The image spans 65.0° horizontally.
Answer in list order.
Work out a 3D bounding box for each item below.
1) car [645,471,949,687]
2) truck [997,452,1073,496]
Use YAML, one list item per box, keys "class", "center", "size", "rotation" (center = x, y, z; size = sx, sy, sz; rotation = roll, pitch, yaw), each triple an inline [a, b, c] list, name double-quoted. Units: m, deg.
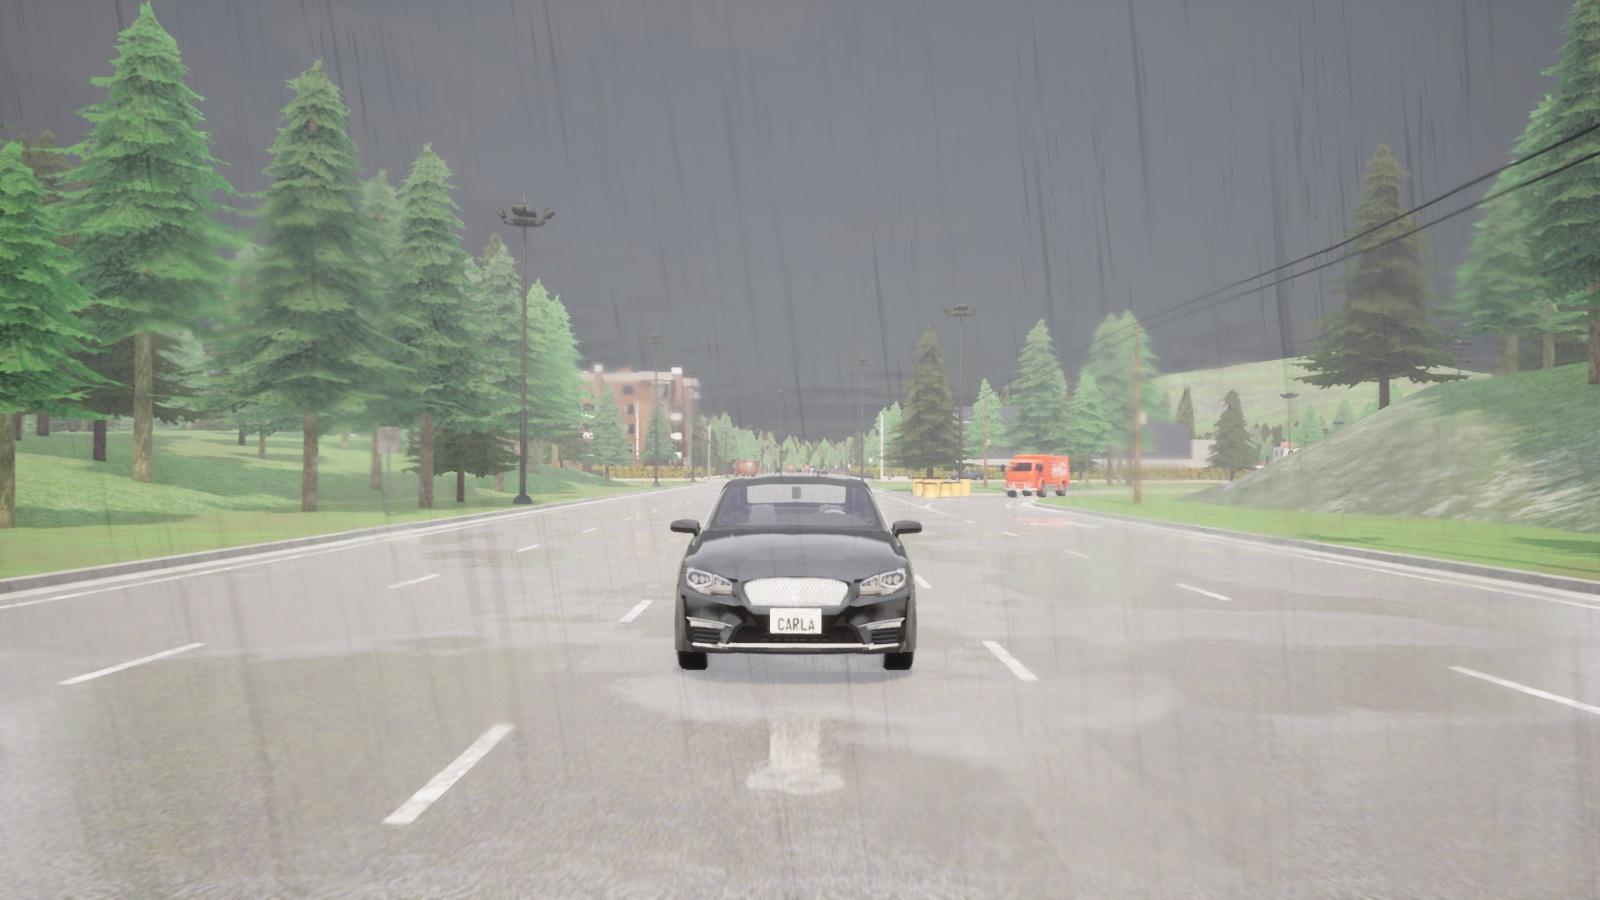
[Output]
- class: "car"
  center: [-0.027, 0.946, 11.286]
  size: [2.128, 1.511, 4.902]
  rotation: [0, -1, 0]
- class: "truck"
  center: [13.734, 1.415, 73.262]
  size: [2.627, 2.467, 5.204]
  rotation: [-1, -1, 32]
